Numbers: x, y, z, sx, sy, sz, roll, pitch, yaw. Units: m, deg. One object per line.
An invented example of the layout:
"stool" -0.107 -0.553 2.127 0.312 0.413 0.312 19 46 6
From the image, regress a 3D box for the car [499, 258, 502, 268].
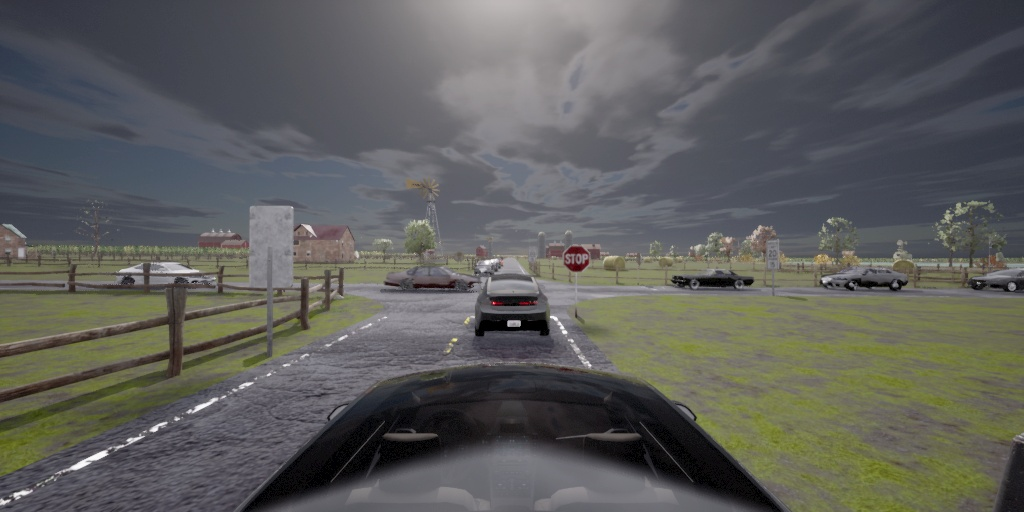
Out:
"car" -2.789 1.239 46.590 2.128 1.511 4.902 0 0 0

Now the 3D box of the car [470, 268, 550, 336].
"car" -0.061 1.256 10.378 1.837 1.490 4.892 0 0 -3

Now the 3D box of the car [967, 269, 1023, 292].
"car" 33.550 1.602 23.922 4.892 1.490 1.837 1 -1 0

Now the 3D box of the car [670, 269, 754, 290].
"car" 13.084 1.507 23.652 4.718 1.301 1.895 1 -1 -2

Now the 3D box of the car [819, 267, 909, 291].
"car" 23.235 1.494 23.805 4.902 1.511 2.128 1 -1 -1

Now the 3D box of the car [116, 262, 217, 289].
"car" -19.514 1.079 20.330 4.674 1.442 1.812 0 -1 -1

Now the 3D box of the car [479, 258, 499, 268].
"car" -2.809 1.241 37.069 2.128 1.511 4.902 0 0 0

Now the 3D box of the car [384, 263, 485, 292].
"car" -4.438 1.261 20.508 5.357 1.411 2.033 1 0 -1
